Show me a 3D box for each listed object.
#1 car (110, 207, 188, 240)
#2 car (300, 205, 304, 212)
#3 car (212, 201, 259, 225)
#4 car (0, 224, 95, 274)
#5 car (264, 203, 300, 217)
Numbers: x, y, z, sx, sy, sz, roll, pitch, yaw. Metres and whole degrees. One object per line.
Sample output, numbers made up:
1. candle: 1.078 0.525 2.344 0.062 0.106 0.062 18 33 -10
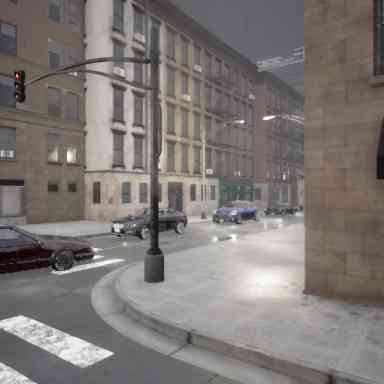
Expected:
1. car: -2.152 1.572 17.838 2.128 1.511 4.902 0 0 35
2. car: 15.094 1.839 41.980 1.895 1.301 4.718 0 0 36
3. car: 3.430 1.482 25.692 2.097 1.767 4.553 0 0 36
4. car: -5.472 1.573 8.998 5.357 1.411 2.033 0 0 -42
5. car: 8.913 1.781 33.363 1.895 1.301 4.718 0 0 35
